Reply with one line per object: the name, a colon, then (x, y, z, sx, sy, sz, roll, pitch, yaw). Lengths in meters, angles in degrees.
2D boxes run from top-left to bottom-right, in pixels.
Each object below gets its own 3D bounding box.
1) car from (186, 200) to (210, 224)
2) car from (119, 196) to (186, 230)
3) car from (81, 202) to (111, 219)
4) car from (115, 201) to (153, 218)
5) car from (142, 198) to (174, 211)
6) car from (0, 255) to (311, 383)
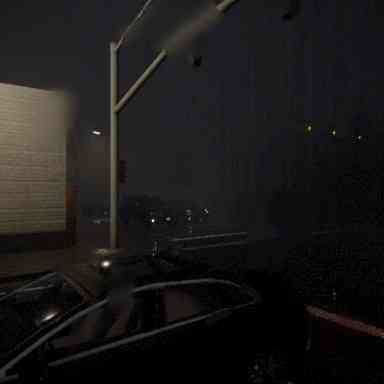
car: (-0.671, 1.407, 25.084, 2.097, 1.767, 4.553, 0, 0, -35)
car: (-3.040, 1.277, 22.372, 2.150, 2.045, 5.566, 0, 0, -36)
car: (-8.502, 1.619, 30.041, 1.994, 1.385, 4.181, 0, 0, -35)
car: (-5.687, 1.619, 32.115, 1.994, 1.385, 4.181, 0, 0, -35)
car: (-4.468, 1.533, 42.763, 1.882, 1.535, 5.008, 0, 0, -36)
car: (-0.900, 1.490, 3.298, 4.902, 1.511, 2.128, 0, 0, -34)
